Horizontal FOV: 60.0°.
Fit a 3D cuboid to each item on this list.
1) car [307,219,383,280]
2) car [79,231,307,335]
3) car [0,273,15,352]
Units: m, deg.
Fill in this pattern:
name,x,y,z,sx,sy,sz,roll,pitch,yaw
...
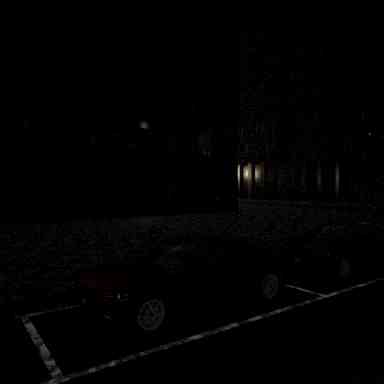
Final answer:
name,x,y,z,sx,sy,sz,roll,pitch,yaw
car,4.568,1.546,9.933,4.507,1.381,1.887,0,0,-36
car,0.073,1.545,6.720,4.507,1.381,1.887,0,0,-36
car,-4.422,1.545,3.507,4.507,1.381,1.887,0,0,-36
